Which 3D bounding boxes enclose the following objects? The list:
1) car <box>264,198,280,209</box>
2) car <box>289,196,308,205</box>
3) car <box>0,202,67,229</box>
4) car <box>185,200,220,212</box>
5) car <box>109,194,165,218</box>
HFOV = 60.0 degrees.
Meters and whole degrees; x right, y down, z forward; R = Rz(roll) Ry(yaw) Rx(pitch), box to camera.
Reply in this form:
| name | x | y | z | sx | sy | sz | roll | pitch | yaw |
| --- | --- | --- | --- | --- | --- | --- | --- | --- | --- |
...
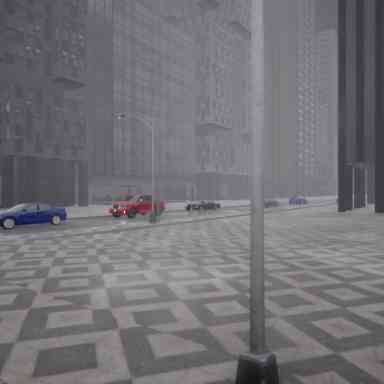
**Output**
| name | x | y | z | sx | sy | sz | roll | pitch | yaw |
| --- | --- | --- | --- | --- | --- | --- | --- | --- | --- |
| car | 10.090 | 1.486 | 44.722 | 2.033 | 1.411 | 5.357 | 0 | 0 | 37 |
| car | 17.656 | 1.400 | 55.065 | 1.882 | 1.535 | 5.008 | 0 | 0 | 36 |
| car | -10.694 | 1.458 | 21.695 | 1.882 | 1.535 | 5.008 | 0 | 0 | 36 |
| car | 1.230 | 1.554 | 38.002 | 1.895 | 1.301 | 4.718 | 0 | 0 | 36 |
| car | -4.761 | 1.189 | 29.814 | 2.150 | 2.045 | 5.566 | 0 | 0 | 36 |
